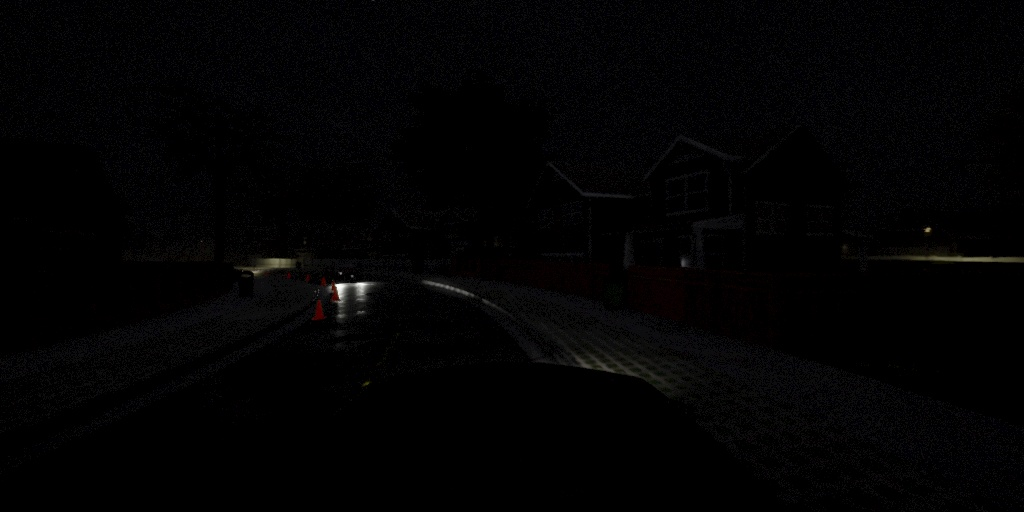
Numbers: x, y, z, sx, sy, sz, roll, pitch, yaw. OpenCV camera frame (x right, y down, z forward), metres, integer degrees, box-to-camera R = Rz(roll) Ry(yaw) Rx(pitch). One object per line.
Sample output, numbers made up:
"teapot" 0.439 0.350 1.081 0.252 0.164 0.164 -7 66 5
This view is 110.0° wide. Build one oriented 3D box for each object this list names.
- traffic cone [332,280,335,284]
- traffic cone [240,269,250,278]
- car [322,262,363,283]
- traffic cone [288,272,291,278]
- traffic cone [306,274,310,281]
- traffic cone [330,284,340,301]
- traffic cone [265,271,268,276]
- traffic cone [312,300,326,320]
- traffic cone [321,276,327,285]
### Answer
"traffic cone" -9.929 1.641 19.972 0.340 0.580 0.340 0 0 -31
"traffic cone" -27.044 1.649 36.273 0.340 0.580 0.340 0 0 34
"car" -12.814 1.165 27.028 1.812 1.442 4.674 -1 1 -42
"traffic cone" -19.065 1.623 30.677 0.340 0.580 0.340 0 0 40
"traffic cone" -15.614 1.621 27.468 0.340 0.580 0.340 0 0 -44
"traffic cone" -7.771 1.664 15.784 0.340 0.580 0.340 0 0 -24
"traffic cone" -22.890 1.634 33.490 0.340 0.580 0.340 0 0 34
"traffic cone" -6.109 1.690 11.375 0.340 0.580 0.340 0 0 -17
"traffic cone" -12.555 1.627 23.884 0.340 0.580 0.340 0 0 -37
